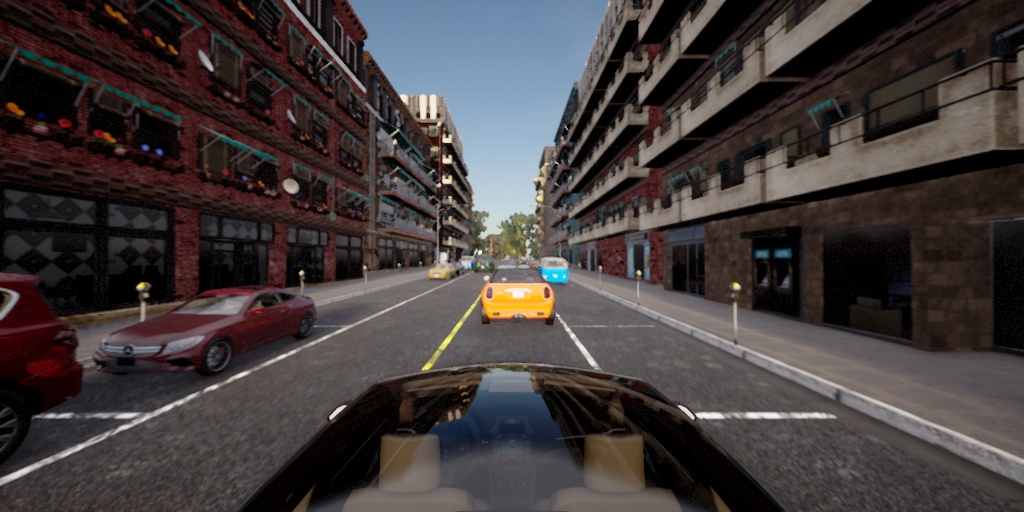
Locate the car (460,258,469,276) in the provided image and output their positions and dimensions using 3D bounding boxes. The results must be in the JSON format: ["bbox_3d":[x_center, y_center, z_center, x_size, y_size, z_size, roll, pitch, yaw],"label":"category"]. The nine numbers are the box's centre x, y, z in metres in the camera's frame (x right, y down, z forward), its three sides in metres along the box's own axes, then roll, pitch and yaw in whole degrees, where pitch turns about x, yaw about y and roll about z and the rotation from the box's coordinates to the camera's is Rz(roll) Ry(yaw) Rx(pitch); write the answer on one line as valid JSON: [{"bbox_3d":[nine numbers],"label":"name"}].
[{"bbox_3d":[-5.705,1.188,35.234,1.948,1.339,4.313,0,0,0],"label":"car"}]

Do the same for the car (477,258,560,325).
[{"bbox_3d":[0.122,1.063,11.868,2.097,1.767,4.553,0,0,-1],"label":"car"}]

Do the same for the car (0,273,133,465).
[{"bbox_3d":[-5.689,1.064,1.807,2.192,1.841,5.009,0,0,0],"label":"car"}]

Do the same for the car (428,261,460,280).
[{"bbox_3d":[-5.702,1.169,29.492,1.751,1.417,4.829,0,0,0],"label":"car"}]

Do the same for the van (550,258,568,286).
[{"bbox_3d":[2.684,1.006,24.056,1.690,1.789,3.998,0,0,0],"label":"van"}]

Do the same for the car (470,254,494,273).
[{"bbox_3d":[-3.044,0.828,40.317,2.150,2.045,5.566,0,0,0],"label":"car"}]

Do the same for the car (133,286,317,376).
[{"bbox_3d":[-5.692,1.310,7.379,1.802,1.307,4.207,0,0,0],"label":"car"}]

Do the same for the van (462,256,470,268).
[{"bbox_3d":[-5.711,0.921,46.376,1.690,1.789,3.998,0,0,0],"label":"van"}]
